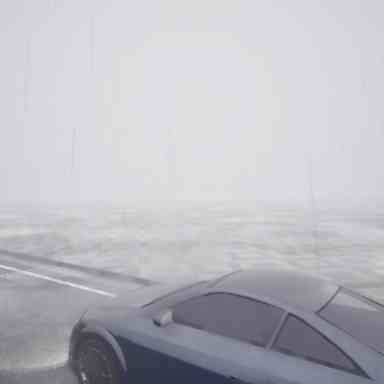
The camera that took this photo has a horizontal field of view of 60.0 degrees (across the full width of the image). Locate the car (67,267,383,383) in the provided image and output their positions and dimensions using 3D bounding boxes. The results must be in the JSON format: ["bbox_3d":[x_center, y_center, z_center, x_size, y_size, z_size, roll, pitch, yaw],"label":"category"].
[{"bbox_3d":[0.561,1.566,3.591,4.181,1.385,1.994,0,0,35],"label":"car"}]
